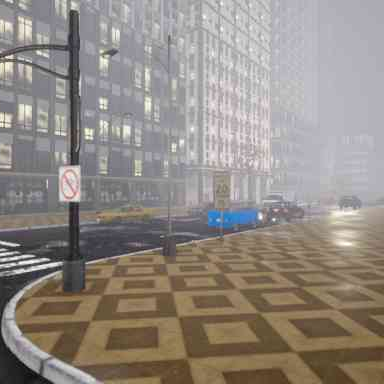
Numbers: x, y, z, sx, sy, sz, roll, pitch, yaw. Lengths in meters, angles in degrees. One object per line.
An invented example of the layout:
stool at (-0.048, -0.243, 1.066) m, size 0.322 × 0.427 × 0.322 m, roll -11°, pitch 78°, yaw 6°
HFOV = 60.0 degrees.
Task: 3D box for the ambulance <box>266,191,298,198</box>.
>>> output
ambulance at (10.241, 1.062, 38.996) m, size 2.351 × 2.431 × 6.366 m, roll 0°, pitch 0°, yaw 38°

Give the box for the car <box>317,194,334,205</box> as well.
car at (25.175, 1.380, 62.530) m, size 2.192 × 1.841 × 5.009 m, roll 0°, pitch 0°, yaw 38°

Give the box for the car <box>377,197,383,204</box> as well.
car at (38.212, 1.658, 66.518) m, size 1.947 × 1.339 × 4.313 m, roll 0°, pitch 0°, yaw 38°

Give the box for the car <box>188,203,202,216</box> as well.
car at (1.368, 1.603, 31.706) m, size 1.802 × 1.307 × 4.206 m, roll 0°, pitch 0°, yaw 38°

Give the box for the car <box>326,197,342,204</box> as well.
car at (28.576, 1.624, 66.932) m, size 2.008 × 1.369 × 4.403 m, roll 0°, pitch 0°, yaw 38°

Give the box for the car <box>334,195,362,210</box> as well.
car at (21.208, 1.368, 44.502) m, size 2.192 × 1.841 × 5.009 m, roll 0°, pitch 0°, yaw 38°

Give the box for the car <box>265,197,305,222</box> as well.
car at (7.605, 1.472, 26.889) m, size 1.967 × 1.590 × 4.097 m, roll 0°, pitch 0°, yaw 38°

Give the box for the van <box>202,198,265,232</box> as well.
van at (2.631, 1.368, 20.268) m, size 1.690 × 1.788 × 3.998 m, roll 0°, pitch 0°, yaw 38°

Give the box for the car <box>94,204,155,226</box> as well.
car at (-4.752, 1.540, 23.993) m, size 1.752 × 1.417 × 4.829 m, roll 0°, pitch 0°, yaw 38°
